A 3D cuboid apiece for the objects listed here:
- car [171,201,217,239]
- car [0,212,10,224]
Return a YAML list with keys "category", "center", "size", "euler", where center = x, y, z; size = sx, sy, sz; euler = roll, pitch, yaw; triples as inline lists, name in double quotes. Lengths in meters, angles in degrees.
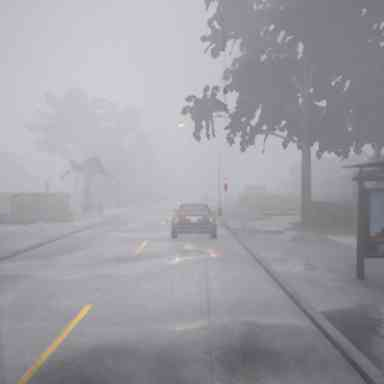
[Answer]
- category: "car"
  center: [0.093, 1.248, 16.812]
  size: [2.097, 1.767, 4.553]
  euler: [0, 0, 0]
- category: "car"
  center: [-12.891, 1.244, 18.022]
  size: [5.357, 1.415, 2.033]
  euler: [0, 0, 3]
